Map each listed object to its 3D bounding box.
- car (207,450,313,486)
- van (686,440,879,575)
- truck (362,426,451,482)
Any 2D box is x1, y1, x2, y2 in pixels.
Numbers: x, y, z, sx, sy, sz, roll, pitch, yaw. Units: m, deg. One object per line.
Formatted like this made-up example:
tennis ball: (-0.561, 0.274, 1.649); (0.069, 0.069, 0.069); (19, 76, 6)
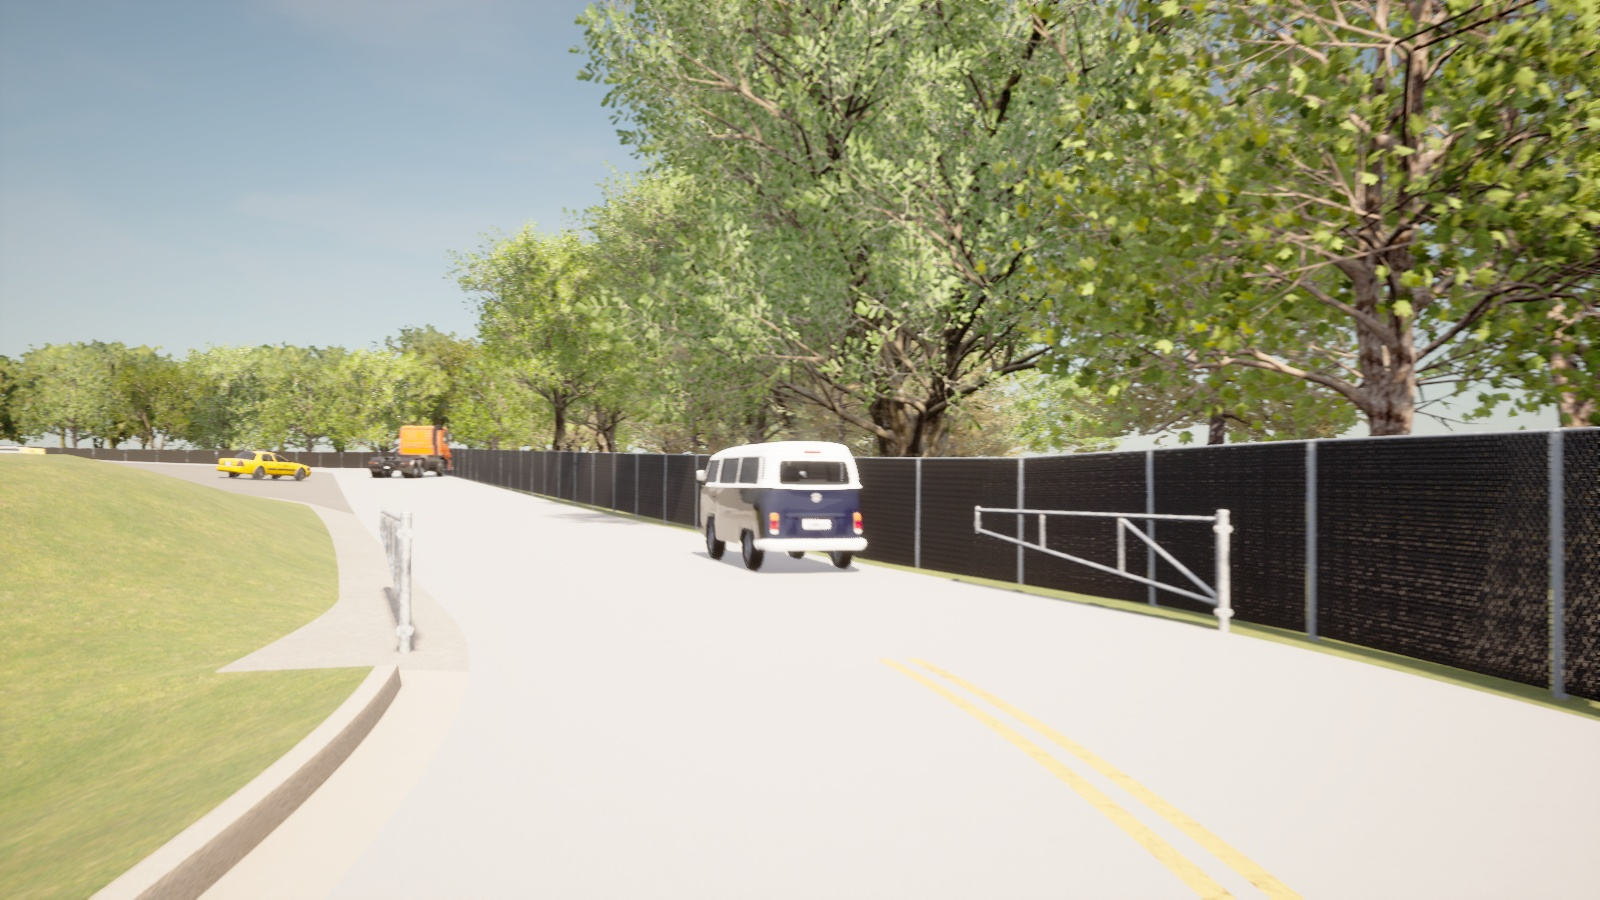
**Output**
car: (-28.022, 0.970, 65.392); (1.801, 1.575, 5.366); (3, -1, 21)
van: (-0.437, 0.910, 21.342); (2.069, 2.038, 4.480); (0, -1, -18)
truck: (-25.519, 0.250, 81.851); (2.891, 3.462, 7.936); (0, 0, 3)
